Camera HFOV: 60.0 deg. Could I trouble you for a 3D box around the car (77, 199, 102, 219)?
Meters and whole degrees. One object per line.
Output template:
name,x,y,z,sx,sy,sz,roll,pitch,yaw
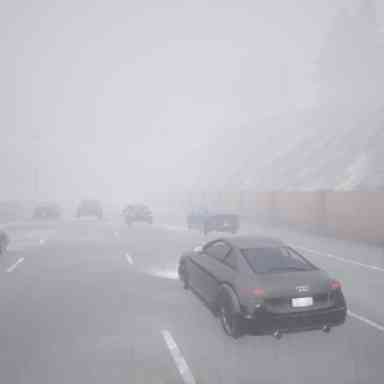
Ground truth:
car,-9.401,1.430,30.664,2.097,1.767,4.553,0,0,-16

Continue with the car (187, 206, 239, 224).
car,1.082,1.545,19.515,1.882,1.535,5.008,0,0,-16

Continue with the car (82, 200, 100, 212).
car,-12.264,1.668,40.626,1.994,1.385,4.181,0,0,-16

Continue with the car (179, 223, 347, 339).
car,1.074,1.589,6.812,1.994,1.385,4.181,0,0,-16

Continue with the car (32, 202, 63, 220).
car,-12.555,1.591,28.966,1.812,1.442,4.674,0,0,-16

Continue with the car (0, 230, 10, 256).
car,-7.138,1.563,10.087,2.033,1.411,5.357,0,0,-16

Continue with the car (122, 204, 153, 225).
car,-4.175,1.621,25.140,2.033,1.411,5.357,0,0,-16
